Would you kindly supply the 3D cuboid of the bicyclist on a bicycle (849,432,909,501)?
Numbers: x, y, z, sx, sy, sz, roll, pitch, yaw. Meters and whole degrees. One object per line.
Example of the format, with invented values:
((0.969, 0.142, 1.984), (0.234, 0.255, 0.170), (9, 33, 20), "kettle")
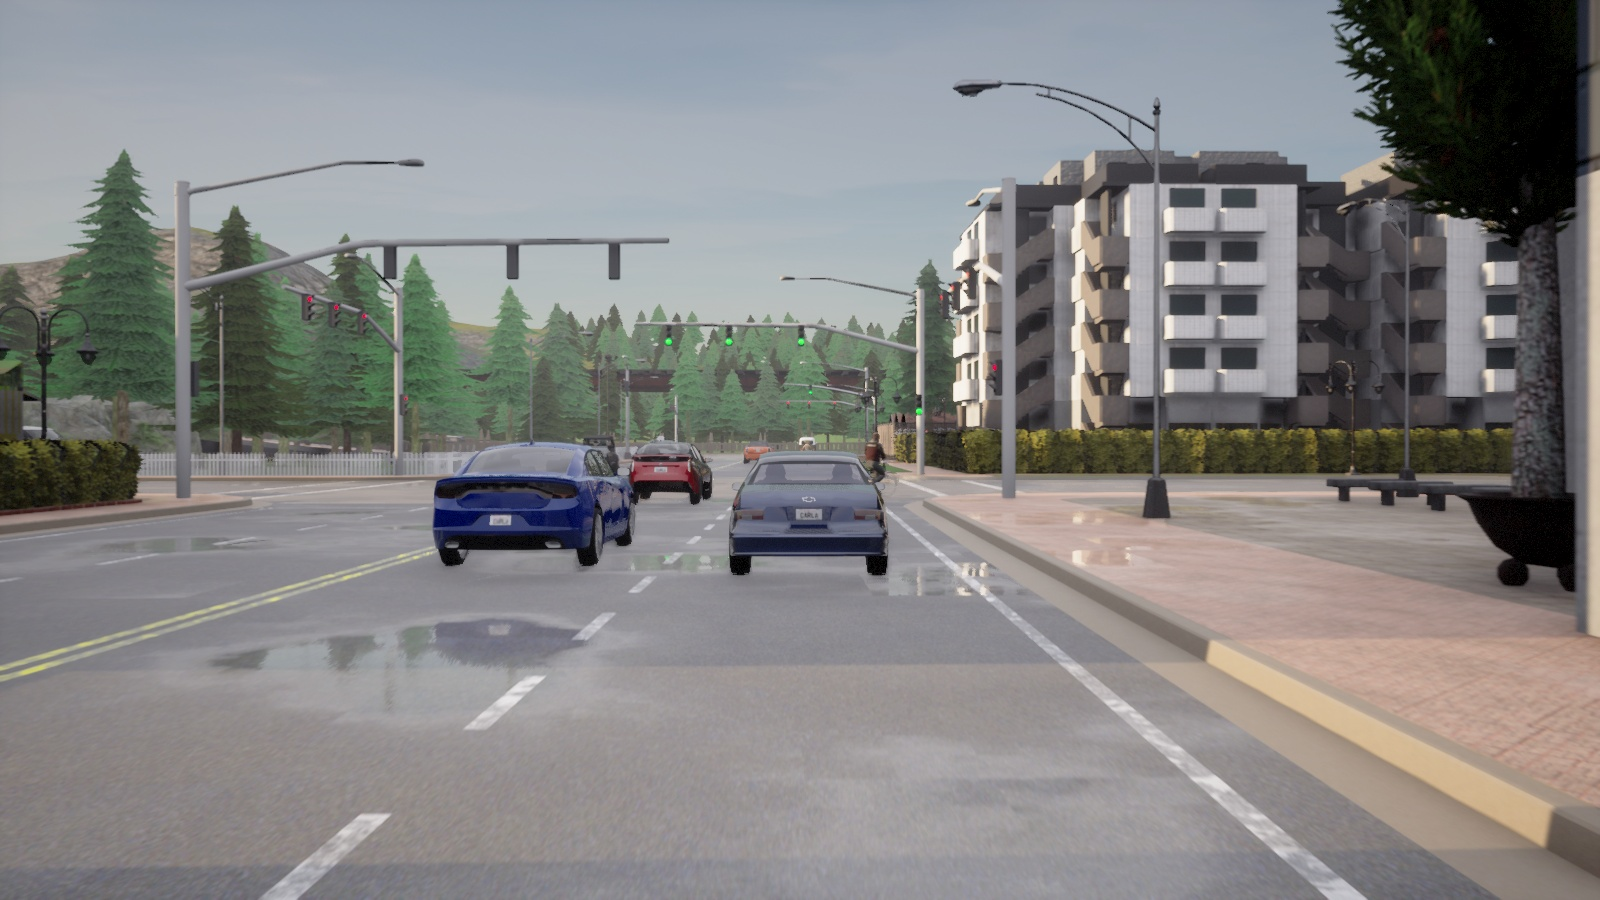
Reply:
((2.126, 0.429, 33.626), (0.659, 1.776, 1.843), (3, 2, 36), "bicyclist on a bicycle")

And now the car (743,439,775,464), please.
((-2.966, 0.087, 91.545), (2.097, 1.767, 4.553), (0, 0, 0), "car")

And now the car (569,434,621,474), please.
((-10.132, 0.183, 62.264), (1.905, 1.878, 3.866), (0, 0, 0), "car")

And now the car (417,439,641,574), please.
((-3.390, 0.627, 16.758), (1.882, 1.535, 5.008), (0, 0, 0), "car")

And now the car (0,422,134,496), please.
((-22.467, 0.244, 36.049), (5.566, 2.045, 2.150), (0, 0, -1), "car")

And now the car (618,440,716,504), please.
((-3.303, 0.510, 32.078), (2.007, 1.525, 4.514), (0, 0, 0), "car")

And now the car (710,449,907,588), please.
((0.104, 0.706, 15.655), (2.033, 1.411, 5.357), (0, 0, 0), "car")
